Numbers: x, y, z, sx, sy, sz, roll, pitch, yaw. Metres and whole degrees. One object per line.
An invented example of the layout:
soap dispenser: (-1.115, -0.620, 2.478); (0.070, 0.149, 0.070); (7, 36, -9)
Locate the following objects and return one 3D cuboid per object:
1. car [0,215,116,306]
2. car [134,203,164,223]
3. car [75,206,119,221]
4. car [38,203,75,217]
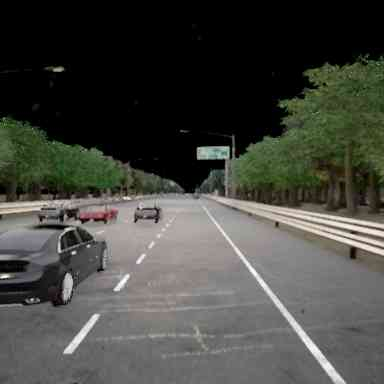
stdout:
car: (-3.394, 1.529, 8.052); (1.837, 1.490, 4.892); (0, 0, 0)
car: (-3.358, 1.570, 26.289); (2.128, 1.511, 4.902); (0, 0, 0)
car: (-6.861, 1.675, 24.986); (1.895, 1.301, 4.718); (0, 0, 0)
car: (-10.357, 1.570, 26.262); (2.128, 1.511, 4.902); (0, 0, 0)
